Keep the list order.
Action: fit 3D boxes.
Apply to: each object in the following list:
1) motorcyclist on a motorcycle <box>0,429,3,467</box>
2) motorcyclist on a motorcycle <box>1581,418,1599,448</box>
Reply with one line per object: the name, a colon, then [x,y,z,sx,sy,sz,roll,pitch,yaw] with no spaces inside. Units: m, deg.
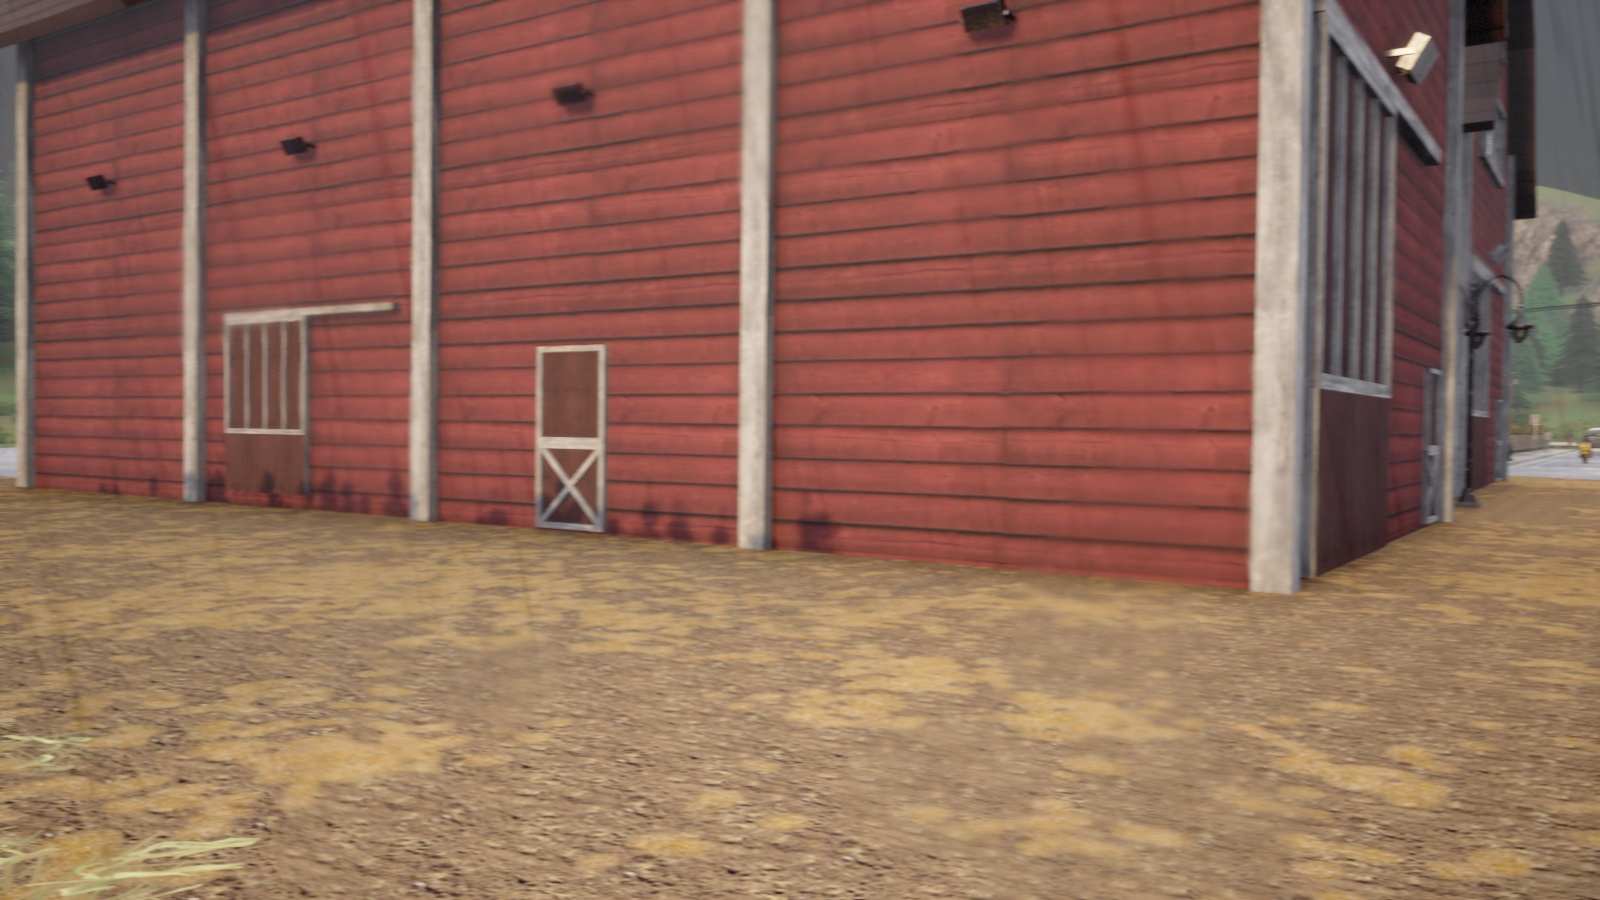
motorcyclist on a motorcycle: [-33.180,-0.070,50.216,0.797,1.523,2.044,0,1,35]
motorcyclist on a motorcycle: [40.883,-0.909,64.901,0.797,1.523,2.044,0,1,34]
